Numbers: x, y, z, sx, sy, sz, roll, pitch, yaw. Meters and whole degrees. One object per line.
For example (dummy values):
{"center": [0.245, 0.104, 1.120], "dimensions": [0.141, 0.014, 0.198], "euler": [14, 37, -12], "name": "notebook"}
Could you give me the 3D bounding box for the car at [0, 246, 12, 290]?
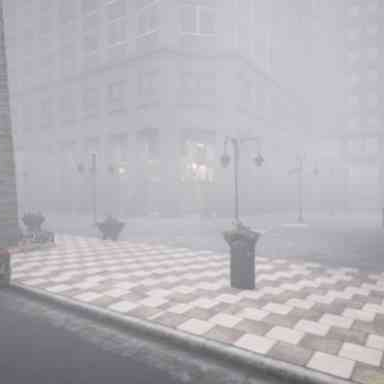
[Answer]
{"center": [-6.177, 1.548, 7.851], "dimensions": [4.786, 1.482, 2.161], "euler": [0, 0, 35], "name": "car"}
